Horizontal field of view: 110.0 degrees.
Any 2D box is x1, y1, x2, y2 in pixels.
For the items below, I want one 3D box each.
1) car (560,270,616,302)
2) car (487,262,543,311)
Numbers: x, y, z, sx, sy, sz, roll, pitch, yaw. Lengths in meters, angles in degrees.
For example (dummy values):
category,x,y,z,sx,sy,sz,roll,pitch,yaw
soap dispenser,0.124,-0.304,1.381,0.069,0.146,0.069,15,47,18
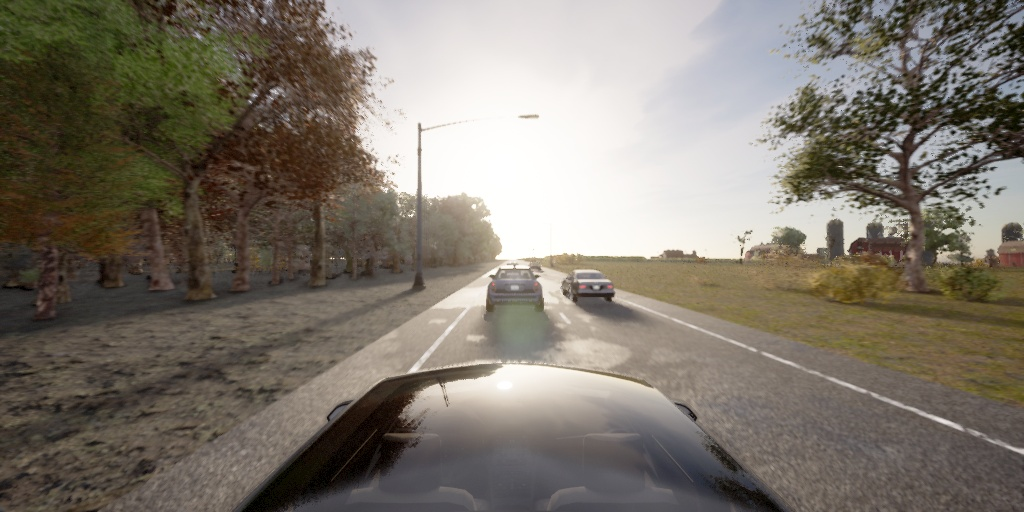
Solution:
category,x,y,z,sx,sy,sz,roll,pitch,yaw
car,3.604,1.398,17.816,2.033,1.411,5.357,0,0,0
car,0.103,1.186,15.133,2.097,1.767,4.553,0,0,0
